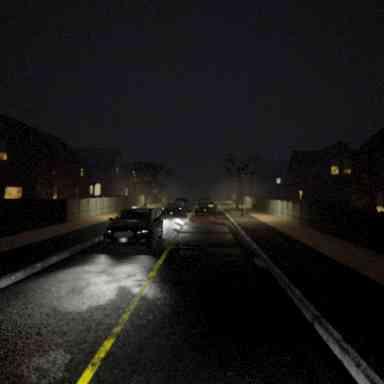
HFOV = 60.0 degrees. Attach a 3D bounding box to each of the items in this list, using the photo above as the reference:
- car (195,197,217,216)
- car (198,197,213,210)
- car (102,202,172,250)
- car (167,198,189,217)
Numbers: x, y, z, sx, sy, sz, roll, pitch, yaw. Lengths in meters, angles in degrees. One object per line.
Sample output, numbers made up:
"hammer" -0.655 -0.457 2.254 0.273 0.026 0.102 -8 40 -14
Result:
"car" 1.310 1.385 31.588 2.128 1.511 4.902 0 0 3
"car" 1.750 1.387 42.945 1.837 1.490 4.892 0 1 3
"car" -2.313 1.413 14.111 2.128 1.511 4.902 0 0 2
"car" -1.607 1.477 30.123 1.895 1.301 4.718 0 0 3
